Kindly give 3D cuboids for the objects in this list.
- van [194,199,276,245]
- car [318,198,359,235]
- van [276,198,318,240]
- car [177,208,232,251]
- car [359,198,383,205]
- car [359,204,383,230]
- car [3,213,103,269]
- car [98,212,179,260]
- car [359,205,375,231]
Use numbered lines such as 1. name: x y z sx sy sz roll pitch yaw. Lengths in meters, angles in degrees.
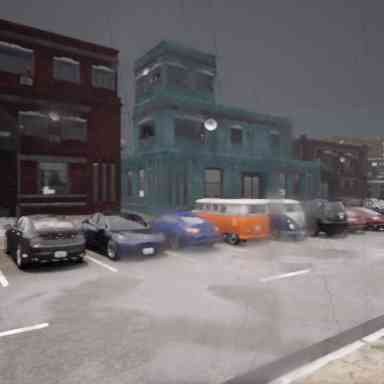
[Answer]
1. van: 1.628 1.348 16.281 1.878 1.987 4.442 1 0 -35
2. car: 6.207 1.387 19.431 2.435 2.045 5.566 1 0 -35
3. van: 4.026 1.379 17.701 1.878 1.987 4.442 1 0 -35
4. car: -0.672 1.582 14.498 2.002 1.452 4.674 1 0 -35
5. car: 12.930 1.490 24.146 2.435 2.045 5.566 1 -1 -35
6. car: 10.698 1.746 22.589 2.002 1.452 4.674 1 0 -35
7. car: -5.095 1.488 11.345 2.231 1.521 4.892 1 0 -35
8. car: -2.818 1.544 12.937 2.163 1.488 4.792 1 0 -35
9. car: 8.486 1.712 21.015 2.002 1.452 4.674 1 0 -35
